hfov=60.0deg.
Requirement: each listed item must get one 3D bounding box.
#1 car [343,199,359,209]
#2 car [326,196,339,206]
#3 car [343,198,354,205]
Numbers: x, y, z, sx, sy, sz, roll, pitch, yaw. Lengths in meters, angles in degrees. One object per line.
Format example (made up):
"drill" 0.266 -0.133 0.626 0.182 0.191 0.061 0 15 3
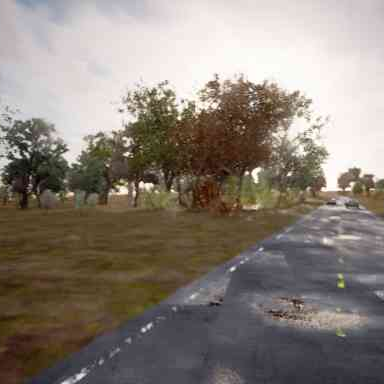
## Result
"car" 24.590 1.786 51.191 2.128 1.511 4.902 -1 0 24
"car" 26.156 1.975 62.307 1.895 1.301 4.718 -1 0 24
"car" 31.463 1.968 66.835 1.895 1.301 4.718 -1 -1 24
